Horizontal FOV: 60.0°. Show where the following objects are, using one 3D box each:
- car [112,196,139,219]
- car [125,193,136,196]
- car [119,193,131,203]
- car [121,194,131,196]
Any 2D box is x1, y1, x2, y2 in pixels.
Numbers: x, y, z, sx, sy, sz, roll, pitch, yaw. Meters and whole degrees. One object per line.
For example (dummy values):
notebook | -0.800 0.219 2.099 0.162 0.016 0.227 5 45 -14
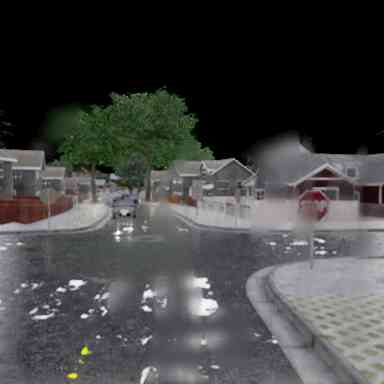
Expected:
car | -5.676 1.409 28.100 2.128 1.511 4.902 0 0 -11
car | -10.372 1.164 56.600 2.097 1.767 4.553 0 0 -17
car | -13.338 1.137 66.116 2.097 1.767 4.553 0 0 -16
car | -10.100 1.426 46.415 1.994 1.385 4.181 0 0 -17
